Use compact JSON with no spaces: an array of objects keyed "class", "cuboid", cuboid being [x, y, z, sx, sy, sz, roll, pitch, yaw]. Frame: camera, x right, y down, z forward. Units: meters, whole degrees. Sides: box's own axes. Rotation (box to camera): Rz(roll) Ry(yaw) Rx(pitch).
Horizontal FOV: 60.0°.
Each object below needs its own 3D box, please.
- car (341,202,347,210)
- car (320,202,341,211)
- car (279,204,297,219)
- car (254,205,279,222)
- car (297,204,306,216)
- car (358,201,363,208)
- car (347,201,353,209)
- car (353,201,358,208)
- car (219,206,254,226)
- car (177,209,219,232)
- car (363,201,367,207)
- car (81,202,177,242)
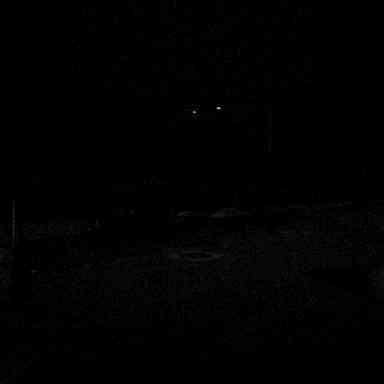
[{"class":"car","cuboid":[24.705,2.366,57.065,1.752,1.417,4.829,-1,-1,35]},{"class":"car","cuboid":[21.676,2.319,52.798,2.008,1.369,4.403,-1,-1,35]},{"class":"car","cuboid":[9.165,2.030,35.177,1.947,1.339,4.313,-1,-1,35]},{"class":"car","cuboid":[6.038,1.954,30.772,1.947,1.339,4.313,-1,-1,35]},{"class":"car","cuboid":[12.293,2.091,39.583,2.008,1.369,4.403,-1,-1,35]},{"class":"car","cuboid":[34.186,2.635,70.419,1.947,1.339,4.313,-1,-1,35]},{"class":"car","cuboid":[27.931,2.484,61.608,1.947,1.339,4.313,-1,-1,35]},{"class":"car","cuboid":[31.058,2.575,66.013,1.802,1.307,4.206,-1,-1,35]},{"class":"car","cuboid":[2.812,1.834,26.229,1.752,1.417,4.829,-1,-1,35]},{"class":"car","cuboid":[-0.217,1.817,21.961,1.802,1.307,4.206,-1,-1,35]},{"class":"car","cuboid":[40.440,2.788,79.228,1.947,1.339,4.313,-1,-1,35]},{"class":"car","cuboid":[-3.344,1.473,17.561,2.192,1.841,5.009,-1,-1,35]}]
